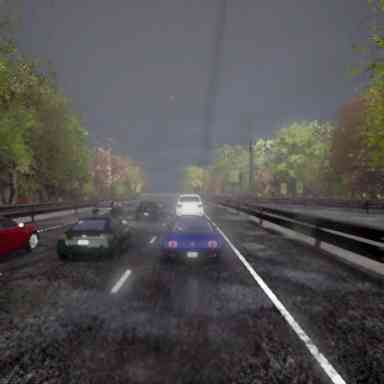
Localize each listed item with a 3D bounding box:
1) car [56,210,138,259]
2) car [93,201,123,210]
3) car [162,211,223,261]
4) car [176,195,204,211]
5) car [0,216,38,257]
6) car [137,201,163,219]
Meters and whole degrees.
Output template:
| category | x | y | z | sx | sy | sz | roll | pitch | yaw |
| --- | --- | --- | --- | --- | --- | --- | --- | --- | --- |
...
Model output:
| category | x | y | z | sx | sy | sz | roll | pitch | yaw |
| --- | --- | --- | --- | --- | --- | --- | --- | --- | --- |
| car | -3.485 | 1.580 | 12.626 | 1.994 | 1.385 | 4.181 | 0 | 0 | 0 |
| car | -7.217 | 1.539 | 28.930 | 2.128 | 1.511 | 4.902 | 0 | 0 | -1 |
| car | 0.016 | 1.615 | 12.323 | 1.895 | 1.301 | 4.718 | 0 | 0 | 0 |
| car | -0.198 | 1.264 | 28.031 | 2.150 | 2.045 | 5.566 | 0 | 0 | -1 |
| car | -6.977 | 1.492 | 11.104 | 1.882 | 1.535 | 5.008 | 0 | 0 | 0 |
| car | -3.722 | 1.552 | 29.272 | 1.837 | 1.490 | 4.892 | 0 | 0 | -1 |
